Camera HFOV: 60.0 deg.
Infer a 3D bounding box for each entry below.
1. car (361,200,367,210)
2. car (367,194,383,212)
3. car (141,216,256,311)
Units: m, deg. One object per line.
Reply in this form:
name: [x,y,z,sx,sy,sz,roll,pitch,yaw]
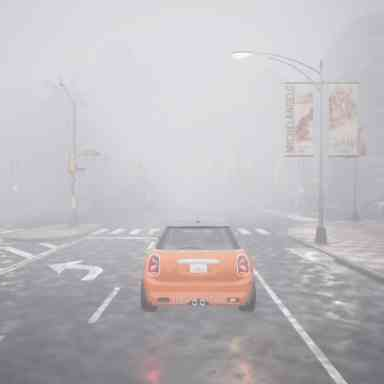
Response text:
car: [23.235,1.221,39.676,5.566,2.045,2.150,0,0,1]
car: [22.106,1.352,36.181,4.553,1.767,2.097,0,0,1]
car: [0.117,1.352,7.916,2.097,1.767,4.553,0,0,0]
